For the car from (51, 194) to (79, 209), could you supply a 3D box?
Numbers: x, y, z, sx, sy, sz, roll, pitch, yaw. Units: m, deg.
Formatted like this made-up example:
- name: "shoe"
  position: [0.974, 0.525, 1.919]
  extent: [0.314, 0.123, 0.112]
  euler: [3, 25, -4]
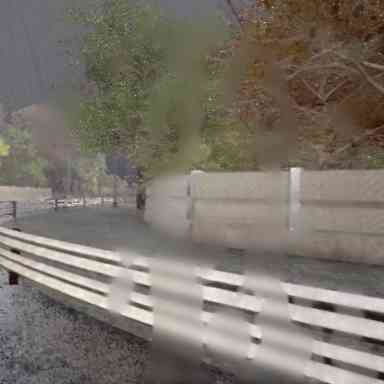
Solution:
- name: "car"
  position: [-17.757, 1.271, 46.809]
  extent: [2.150, 2.045, 5.566]
  euler: [1, 0, 0]

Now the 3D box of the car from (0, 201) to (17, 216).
- name: "car"
  position: [-17.021, 1.447, 28.675]
  extent: [2.033, 1.411, 5.357]
  euler: [1, 0, -6]
